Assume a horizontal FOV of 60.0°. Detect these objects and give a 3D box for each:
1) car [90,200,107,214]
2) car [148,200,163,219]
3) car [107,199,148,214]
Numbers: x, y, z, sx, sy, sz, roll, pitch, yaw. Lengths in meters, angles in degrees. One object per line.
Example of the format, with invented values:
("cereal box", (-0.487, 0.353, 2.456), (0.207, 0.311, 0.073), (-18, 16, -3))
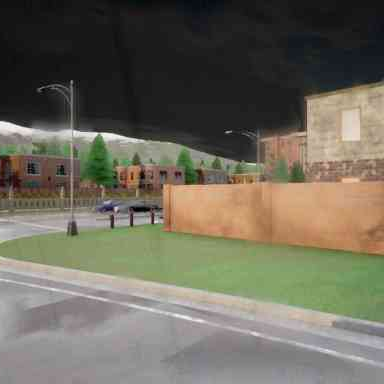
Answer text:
("car", (-8.637, 1.526, 35.702), (1.812, 1.442, 4.674), (0, 0, 41))
("car", (-0.900, 1.547, 28.629), (2.033, 1.411, 5.357), (0, 0, 41))
("car", (-5.685, 1.491, 33.787), (2.128, 1.511, 4.902), (0, 0, 41))
